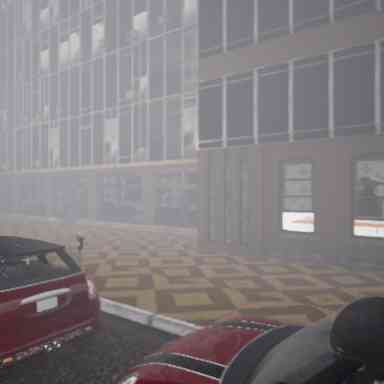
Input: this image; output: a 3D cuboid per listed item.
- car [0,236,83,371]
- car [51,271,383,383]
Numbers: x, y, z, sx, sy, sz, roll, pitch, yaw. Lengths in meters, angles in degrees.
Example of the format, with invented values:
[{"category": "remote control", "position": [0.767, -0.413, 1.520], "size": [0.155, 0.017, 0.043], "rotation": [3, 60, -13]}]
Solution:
[{"category": "car", "position": [-3.388, 1.421, 5.292], "size": [4.097, 1.590, 1.967], "rotation": [0, 0, 35]}, {"category": "car", "position": [1.246, 1.440, 1.987], "size": [4.097, 1.590, 1.967], "rotation": [0, 0, 35]}]
